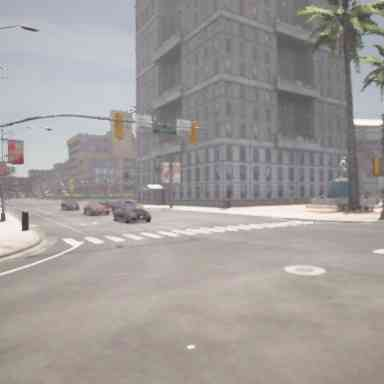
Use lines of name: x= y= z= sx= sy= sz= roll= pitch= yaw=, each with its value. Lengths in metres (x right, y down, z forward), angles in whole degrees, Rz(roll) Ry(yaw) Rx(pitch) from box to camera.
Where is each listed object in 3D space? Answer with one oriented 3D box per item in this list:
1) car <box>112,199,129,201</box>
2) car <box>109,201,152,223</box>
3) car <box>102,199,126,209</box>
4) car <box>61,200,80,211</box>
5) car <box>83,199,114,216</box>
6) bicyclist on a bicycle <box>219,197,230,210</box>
car: x=-8.265 y=1.731 z=39.400 sx=1.837 sy=1.490 sz=4.892 roll=0 pitch=0 yaw=-32
car: x=-4.830 y=1.711 z=26.772 sx=1.994 sy=1.385 sz=4.181 roll=0 pitch=0 yaw=-32
car: x=-12.293 y=1.862 z=52.401 sx=2.033 sy=1.411 sz=5.357 roll=0 pitch=0 yaw=-32
car: x=-17.050 y=1.846 z=46.605 sx=1.837 sy=1.490 sz=4.892 roll=0 pitch=1 yaw=-32
car: x=-10.270 y=1.761 z=35.612 sx=1.812 sy=1.442 sz=4.674 roll=0 pitch=0 yaw=-32
bicyclist on a bicycle: x=3.943 y=1.402 z=40.142 sx=1.656 sy=1.620 sz=0.582 roll=-1 pitch=0 yaw=-32
